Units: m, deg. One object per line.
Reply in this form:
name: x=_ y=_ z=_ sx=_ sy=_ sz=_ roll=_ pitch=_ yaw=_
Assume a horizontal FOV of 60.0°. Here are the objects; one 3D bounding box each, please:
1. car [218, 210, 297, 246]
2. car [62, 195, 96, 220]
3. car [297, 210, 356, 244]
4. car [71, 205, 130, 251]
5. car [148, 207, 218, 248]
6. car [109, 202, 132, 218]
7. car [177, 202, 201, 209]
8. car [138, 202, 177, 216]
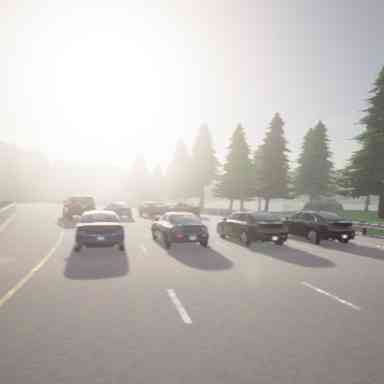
car: x=2.765 y=1.664 z=16.194 sx=1.837 sy=1.490 sz=4.892 roll=1 pitch=0 yaw=-17
car: x=-9.827 y=1.304 z=28.894 sx=2.150 sy=2.045 sz=5.566 roll=1 pitch=0 yaw=-28
car: x=6.128 y=1.715 z=17.160 sx=1.837 sy=1.490 sz=4.892 roll=1 pitch=0 yaw=-17
car: x=-4.017 y=1.533 z=14.435 sx=1.882 sy=1.535 sz=5.008 roll=1 pitch=0 yaw=-17
car: x=-0.626 y=1.632 z=15.312 sx=1.812 sy=1.442 sz=4.674 roll=1 pitch=0 yaw=-17
car: x=-6.912 y=1.665 z=30.825 sx=1.812 sy=1.442 sz=4.674 roll=1 pitch=0 yaw=-28
car: x=-0.705 y=1.770 z=34.058 sx=1.812 sy=1.442 sz=4.674 roll=1 pitch=0 yaw=-28
car: x=-3.760 y=1.684 z=32.358 sx=2.128 sy=1.511 sz=4.902 roll=1 pitch=0 yaw=-28
